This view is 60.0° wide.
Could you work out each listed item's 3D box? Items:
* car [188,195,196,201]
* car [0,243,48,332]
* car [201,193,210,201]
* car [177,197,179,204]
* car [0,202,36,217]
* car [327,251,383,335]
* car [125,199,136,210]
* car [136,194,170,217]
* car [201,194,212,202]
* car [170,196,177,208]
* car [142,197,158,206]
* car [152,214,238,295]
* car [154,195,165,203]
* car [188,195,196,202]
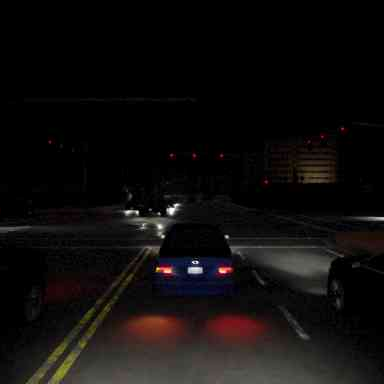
[{"bbox_3d":[-0.082,1.422,84.656,1.994,1.385,4.181,0,0,0],"label":"car"},{"bbox_3d":[-3.604,1.491,4.285,2.128,1.511,4.902,0,0,0],"label":"car"},{"bbox_3d":[3.418,1.225,84.631,2.097,1.767,4.553,0,0,0],"label":"car"},{"bbox_3d":[-3.602,1.489,64.993,2.128,1.511,4.902,0,0,0],"label":"car"},{"bbox_3d":[-17.168,1.600,30.712,4.718,1.301,1.895,0,0,-1],"label":"car"},{"bbox_3d":[3.558,1.491,4.640,2.128,1.511,4.902,0,0,0],"label":"car"},{"bbox_3d":[-7.141,1.546,42.091,2.033,1.411,5.357,0,0,0],"label":"car"},{"bbox_3d":[-3.631,1.223,31.891,2.150,2.045,5.566,0,0,0],"label":"car"},{"bbox_3d":[3.428,1.341,74.675,2.097,1.767,4.553,0,0,0],"label":"car"},{"bbox_3d":[-3.645,1.599,48.641,1.895,1.301,4.718,0,0,0],"label":"car"},{"bbox_3d":[-7.140,1.545,57.285,2.033,1.411,5.357,0,0,0],"label":"car"},{"bbox_3d":[0.074,1.547,8.882,2.033,1.411,5.357,0,0,0],"label":"car"},{"bbox_3d":[-7.071,1.497,72.748,1.837,1.490,4.892,0,0,0],"label":"car"},{"bbox_3d":[-0.072,1.529,74.382,2.033,1.411,5.357,0,0,0],"label":"car"}]
